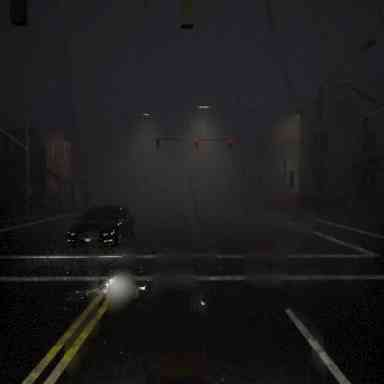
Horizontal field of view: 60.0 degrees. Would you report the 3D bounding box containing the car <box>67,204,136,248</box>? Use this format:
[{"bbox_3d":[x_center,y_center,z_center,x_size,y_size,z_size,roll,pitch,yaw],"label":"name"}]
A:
[{"bbox_3d":[-3.502,1.310,13.600,1.837,1.490,4.892,0,1,0],"label":"car"}]

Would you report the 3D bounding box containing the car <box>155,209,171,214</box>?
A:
[{"bbox_3d":[-3.526,2.781,41.197,1.812,1.442,4.674,0,-7,-1],"label":"car"}]
